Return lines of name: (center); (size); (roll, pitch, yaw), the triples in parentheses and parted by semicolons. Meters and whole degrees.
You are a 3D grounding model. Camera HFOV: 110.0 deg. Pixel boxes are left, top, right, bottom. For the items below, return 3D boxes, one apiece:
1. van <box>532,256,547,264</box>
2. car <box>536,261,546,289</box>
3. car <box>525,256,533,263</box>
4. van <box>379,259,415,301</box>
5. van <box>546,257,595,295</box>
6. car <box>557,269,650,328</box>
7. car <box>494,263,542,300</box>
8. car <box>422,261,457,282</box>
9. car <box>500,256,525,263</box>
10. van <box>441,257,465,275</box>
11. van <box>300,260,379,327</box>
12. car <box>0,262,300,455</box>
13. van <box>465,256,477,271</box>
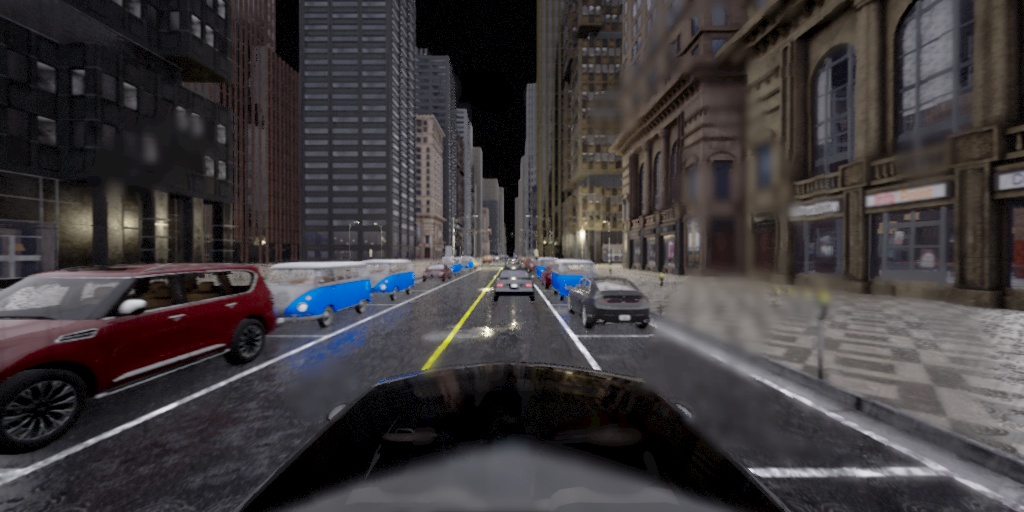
van: (2.765, 1.001, 28.007); (1.690, 1.789, 3.998); (0, 0, 0)
car: (2.765, 1.224, 22.330); (1.888, 1.381, 4.507); (0, 0, 0)
car: (2.766, 1.063, 39.362); (1.967, 1.591, 4.097); (0, 0, 0)
van: (-5.761, 1.039, 16.644); (1.690, 1.789, 3.998); (0, 0, 0)
van: (2.764, 1.039, 16.653); (1.690, 1.789, 3.998); (0, 0, 0)
car: (2.764, 1.268, 10.975); (2.007, 1.370, 4.403); (0, 0, 0)
car: (0.099, 1.244, 17.119); (2.033, 1.411, 5.357); (0, 0, 0)
car: (-5.760, 1.243, 27.998); (1.802, 1.307, 4.207); (0, 0, 0)
car: (0.101, 1.112, 40.202); (2.128, 1.511, 4.902); (0, 0, 0)
van: (-5.760, 0.983, 33.676); (1.690, 1.789, 3.998); (0, 0, 0)
van: (-5.761, 1.059, 10.966); (1.690, 1.789, 3.998); (0, 0, 0)
car: (-5.762, 1.053, 5.289); (2.192, 1.841, 5.009); (0, 0, 0)
van: (-5.759, 0.947, 45.030); (1.690, 1.789, 3.998); (0, 0, 0)
